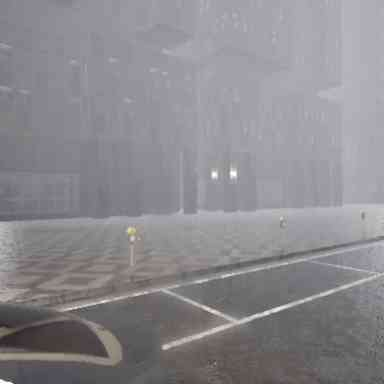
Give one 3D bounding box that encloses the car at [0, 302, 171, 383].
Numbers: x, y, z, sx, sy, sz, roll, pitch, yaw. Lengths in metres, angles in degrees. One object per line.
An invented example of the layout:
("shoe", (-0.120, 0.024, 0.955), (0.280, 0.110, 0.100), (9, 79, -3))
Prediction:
("car", (-2.323, 1.522, 1.514), (4.892, 1.490, 1.837), (0, 0, -37))
